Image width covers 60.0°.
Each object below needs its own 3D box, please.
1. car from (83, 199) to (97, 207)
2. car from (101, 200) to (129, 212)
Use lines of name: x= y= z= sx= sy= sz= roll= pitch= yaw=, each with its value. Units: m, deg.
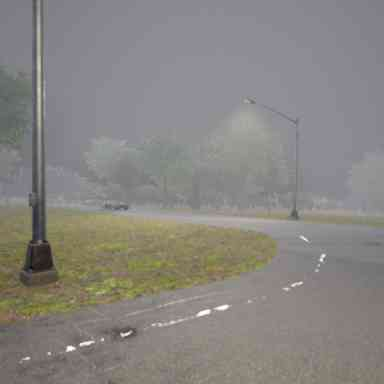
car: x=-21.183 y=2.283 z=68.910 sx=1.812 sy=1.442 sz=4.674 roll=4 pitch=-3 yaw=-35
car: x=-9.167 y=1.661 z=39.589 sx=1.895 sy=1.301 sz=4.718 roll=4 pitch=-3 yaw=-35
